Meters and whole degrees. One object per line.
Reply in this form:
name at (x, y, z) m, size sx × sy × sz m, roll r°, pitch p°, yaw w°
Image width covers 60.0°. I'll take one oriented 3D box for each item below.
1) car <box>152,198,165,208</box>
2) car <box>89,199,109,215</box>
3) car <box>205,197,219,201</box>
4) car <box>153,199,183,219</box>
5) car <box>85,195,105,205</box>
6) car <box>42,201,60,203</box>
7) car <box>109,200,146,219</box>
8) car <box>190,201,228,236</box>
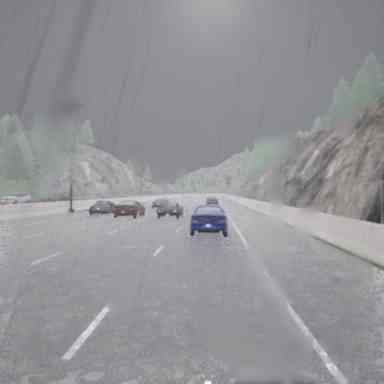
car at (-4.261, 1.535, 45.927) m, size 1.994 × 1.385 × 4.181 m, roll 0°, pitch 0°, yaw 4°
car at (-8.617, 1.523, 32.992) m, size 1.994 × 1.385 × 4.181 m, roll 0°, pitch 0°, yaw 4°
car at (3.145, 1.499, 51.917) m, size 1.837 × 1.490 × 4.892 m, roll 0°, pitch 0°, yaw 4°
car at (-1.850, 1.585, 29.254) m, size 1.895 × 1.301 × 4.718 m, roll 0°, pitch 0°, yaw 4°
car at (-17.480, 1.396, 60.236) m, size 1.882 × 1.535 × 5.008 m, roll 0°, pitch 0°, yaw 4°
car at (-21.460, 1.126, 53.261) m, size 2.150 × 2.045 × 5.566 m, roll 0°, pitch 0°, yaw 4°
car at (-5.366, 1.449, 29.089) m, size 1.882 × 1.535 × 5.008 m, roll 0°, pitch 0°, yaw 4°
car at (0.958, 1.475, 18.505) m, size 1.882 × 1.535 × 5.008 m, roll 0°, pitch 0°, yaw 4°
